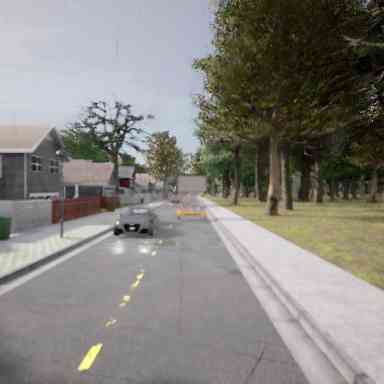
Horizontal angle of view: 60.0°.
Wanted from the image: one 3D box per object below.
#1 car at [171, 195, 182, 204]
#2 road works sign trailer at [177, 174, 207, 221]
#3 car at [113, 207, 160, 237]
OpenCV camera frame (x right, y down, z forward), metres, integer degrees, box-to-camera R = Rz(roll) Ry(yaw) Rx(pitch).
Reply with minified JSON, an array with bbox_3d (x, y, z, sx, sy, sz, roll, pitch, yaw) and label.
[{"bbox_3d":[-2.786,1.392,60.002,1.837,1.490,4.892,0,0,1],"label":"car"},{"bbox_3d":[-0.002,0.407,26.329,2.380,3.560,2.880,0,0,0],"label":"road works sign trailer"},{"bbox_3d":[-2.851,1.524,17.762,1.994,1.385,4.181,0,0,0],"label":"car"}]
